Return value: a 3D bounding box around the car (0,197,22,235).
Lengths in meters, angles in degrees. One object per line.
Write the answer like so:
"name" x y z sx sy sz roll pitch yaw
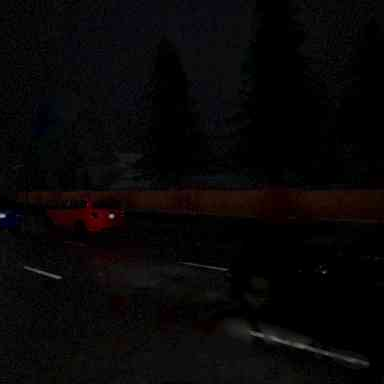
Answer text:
"car" -11.185 1.277 18.054 5.566 2.045 2.150 0 0 43

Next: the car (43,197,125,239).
"car" -5.907 1.275 17.942 5.566 2.045 2.150 0 0 42

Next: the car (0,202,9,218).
"car" -19.036 1.644 31.327 2.033 1.411 5.357 0 0 -41

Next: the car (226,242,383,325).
"car" 3.031 1.618 6.196 4.718 1.301 1.895 0 0 36
